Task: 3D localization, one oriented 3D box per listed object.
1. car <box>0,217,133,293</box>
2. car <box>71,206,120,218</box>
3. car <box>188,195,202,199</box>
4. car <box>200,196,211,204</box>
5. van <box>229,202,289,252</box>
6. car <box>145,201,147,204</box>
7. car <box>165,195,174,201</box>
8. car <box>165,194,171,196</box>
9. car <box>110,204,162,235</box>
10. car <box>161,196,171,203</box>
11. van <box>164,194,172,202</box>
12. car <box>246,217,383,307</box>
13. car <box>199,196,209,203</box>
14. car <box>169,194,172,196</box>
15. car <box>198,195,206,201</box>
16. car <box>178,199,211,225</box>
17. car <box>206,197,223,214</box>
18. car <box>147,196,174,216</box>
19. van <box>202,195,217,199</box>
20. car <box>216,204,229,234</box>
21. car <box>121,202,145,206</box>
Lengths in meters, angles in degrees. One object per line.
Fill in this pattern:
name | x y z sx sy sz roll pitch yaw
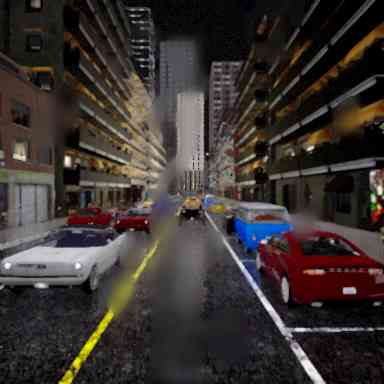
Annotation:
car | -3.075 1.606 9.003 1.895 1.301 4.718 0 0 0
car | -5.695 1.557 18.962 1.887 1.381 4.507 0 0 0
car | 0.102 1.513 46.258 1.882 1.535 5.008 0 0 0
car | 2.695 1.610 68.658 2.008 1.369 4.403 -1 0 0
van | 2.684 1.349 13.425 1.690 1.788 3.998 0 0 0
car | -5.690 1.561 46.410 1.752 1.417 4.829 0 0 0
car | -5.684 1.520 85.244 1.967 1.590 4.097 -1 0 0
car | -5.686 1.619 63.149 1.947 1.339 4.313 0 0 0
car | -3.049 1.613 19.224 1.895 1.301 4.718 0 0 1
car | -5.685 1.611 74.197 1.887 1.381 4.507 -1 0 0
van | -5.686 1.414 79.721 1.690 1.788 3.998 -1 0 0
car | 2.685 1.549 7.901 1.887 1.381 4.507 0 0 0
car | 2.696 1.616 74.182 2.008 1.369 4.403 -1 0 0
car | -5.685 1.605 68.673 1.887 1.381 4.507 -1 0 0
car | 2.699 1.638 90.753 2.008 1.369 4.403 -1 0 0
car | 0.039 1.508 24.001 2.128 1.511 4.902 0 0 1
car | 2.689 1.550 35.688 1.752 1.417 4.829 -1 0 0
car | -3.037 1.501 33.616 1.882 1.535 5.008 0 0 1
van | 2.689 1.376 46.566 1.690 1.788 3.998 -1 0 0
car | 2.687 1.578 18.948 1.947 1.339 4.313 0 0 0
car | -5.692 1.603 30.009 1.802 1.307 4.206 0 0 0
